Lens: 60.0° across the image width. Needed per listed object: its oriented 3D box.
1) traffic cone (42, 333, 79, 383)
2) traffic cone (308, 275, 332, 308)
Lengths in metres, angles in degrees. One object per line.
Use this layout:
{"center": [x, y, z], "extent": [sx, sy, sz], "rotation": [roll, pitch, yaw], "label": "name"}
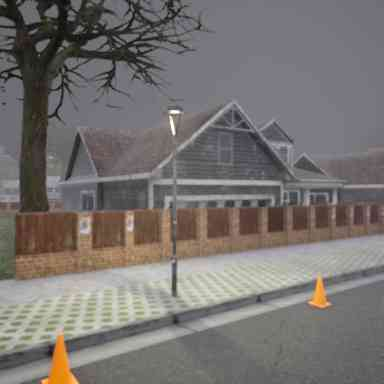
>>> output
{"center": [-1.548, 1.959, 3.906], "extent": [0.340, 0.580, 0.340], "rotation": [0, 0, -35], "label": "traffic cone"}
{"center": [2.601, 1.986, 6.768], "extent": [0.340, 0.580, 0.340], "rotation": [0, 0, -34], "label": "traffic cone"}
